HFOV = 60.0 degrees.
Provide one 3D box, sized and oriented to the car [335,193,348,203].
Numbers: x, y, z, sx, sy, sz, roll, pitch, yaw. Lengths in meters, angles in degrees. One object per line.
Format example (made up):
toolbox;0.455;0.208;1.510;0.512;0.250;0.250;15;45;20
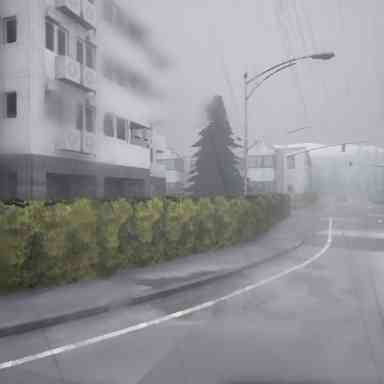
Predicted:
car;31.605;1.216;70.498;2.150;2.045;5.566;0;0;23
